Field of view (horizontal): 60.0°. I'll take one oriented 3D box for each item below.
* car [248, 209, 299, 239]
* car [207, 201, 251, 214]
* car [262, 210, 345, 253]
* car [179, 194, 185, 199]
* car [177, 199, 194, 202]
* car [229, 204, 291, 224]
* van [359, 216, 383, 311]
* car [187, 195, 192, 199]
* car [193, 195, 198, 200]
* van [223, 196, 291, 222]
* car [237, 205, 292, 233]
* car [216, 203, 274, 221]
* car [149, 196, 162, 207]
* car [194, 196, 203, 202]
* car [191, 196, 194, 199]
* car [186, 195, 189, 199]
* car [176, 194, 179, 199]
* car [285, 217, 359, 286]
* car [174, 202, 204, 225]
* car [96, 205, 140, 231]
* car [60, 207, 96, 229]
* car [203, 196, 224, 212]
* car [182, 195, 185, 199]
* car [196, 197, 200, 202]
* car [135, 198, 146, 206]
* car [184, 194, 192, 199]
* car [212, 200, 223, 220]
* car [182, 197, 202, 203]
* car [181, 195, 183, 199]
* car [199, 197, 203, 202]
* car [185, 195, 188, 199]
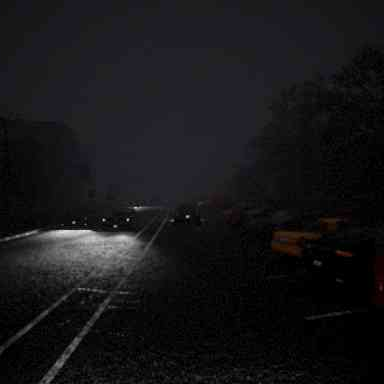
[{"bbox_3d":[5.148,1.629,14.623,4.674,1.452,2.002,1,-1,-21],"label":"car"},{"bbox_3d":[4.305,1.771,38.330,4.674,1.452,2.002,1,0,-23],"label":"car"},{"bbox_3d":[5.386,1.571,11.720,5.366,1.575,1.946,1,-1,-21],"label":"car"},{"bbox_3d":[0.341,1.886,85.718,5.566,2.045,2.435,1,0,-27],"label":"car"},{"bbox_3d":[-1.159,1.880,42.199,1.895,1.301,4.718,0,0,-3],"label":"car"},{"bbox_3d":[5.012,1.661,20.524,4.674,1.452,2.002,1,-1,-22],"label":"car"},{"bbox_3d":[5.393,1.307,5.759,4.442,1.987,1.878,1,-1,-21],"label":"van"},{"bbox_3d":[2.170,1.986,67.960,5.008,1.535,2.097,1,0,-25],"label":"car"},{"bbox_3d":[3.129,1.747,56.116,4.553,1.767,2.185,1,-1,-24],"label":"car"},{"bbox_3d":[4.821,1.410,23.447,4.442,1.987,1.878,1,0,-22],"label":"van"},{"bbox_3d":[5.069,1.645,17.570,4.674,1.452,2.002,0,0,-21],"label":"car"},{"bbox_3d":[4.713,1.712,29.429,4.674,1.452,2.002,1,0,-22],"label":"car"},{"bbox_3d":[-6.985,1.701,63.689,2.150,2.045,5.566,0,0,-4],"label":"car"},{"bbox_3d":[3.373,1.847,53.160,5.008,1.535,2.097,1,-1,-24],"label":"car"},{"bbox_3d":[2.936,1.900,59.081,5.008,1.535,2.097,1,0,-25],"label":"car"},{"bbox_3d":[1.875,2.015,70.923,5.008,1.535,2.097,1,-1,-26],"label":"car"},{"bbox_3d":[-0.791,1.862,94.539,5.566,2.045,2.435,1,1,-27],"label":"car"},{"bbox_3d":[5.247,1.552,8.684,5.008,1.535,2.097,1,-1,-21],"label":"car"},{"bbox_3d":[-0.384,1.729,25.530,1.994,1.385,4.181,0,0,-2],"label":"car"},{"bbox_3d":[-4.613,1.751,22.005,1.895,1.301,4.718,0,0,-2],"label":"car"},{"bbox_3d":[-7.445,1.721,22.797,1.994,1.385,4.181,0,0,-2],"label":"car"},{"bbox_3d":[4.479,1.459,35.382,5.566,2.045,2.435,1,-1,-23],"label":"car"},{"bbox_3d":[0.972,2.102,79.789,5.008,1.535,2.097,1,-1,-26],"label":"car"},{"bbox_3d":[3.559,1.851,50.182,4.792,1.488,2.163,1,0,-24],"label":"car"},{"bbox_3d":[-9.777,1.977,63.349,2.128,1.511,4.902,0,-1,-4],"label":"car"},{"bbox_3d":[1.320,1.949,76.844,4.553,1.767,2.185,1,0,-26],"label":"car"},{"bbox_3d":[4.652,1.648,26.390,5.366,1.575,1.946,1,0,-22],"label":"car"},{"bbox_3d":[-0.011,2.169,88.671,4.792,1.488,2.163,1,0,-27],"label":"car"},{"bbox_3d":[0.660,2.126,82.743,4.892,1.521,2.231,1,0,-27],"label":"car"},{"bbox_3d":[3.978,1.776,44.262,4.892,1.521,2.231,1,0,-24],"label":"car"},{"bbox_3d":[1.759,2.044,73.961,5.366,1.575,1.946,1,-1,-26],"label":"car"}]
